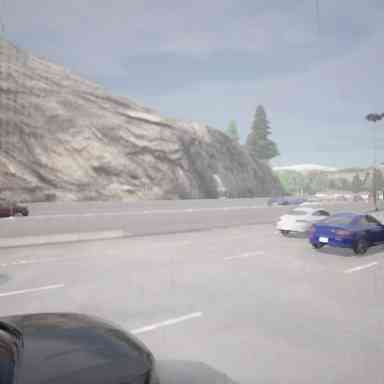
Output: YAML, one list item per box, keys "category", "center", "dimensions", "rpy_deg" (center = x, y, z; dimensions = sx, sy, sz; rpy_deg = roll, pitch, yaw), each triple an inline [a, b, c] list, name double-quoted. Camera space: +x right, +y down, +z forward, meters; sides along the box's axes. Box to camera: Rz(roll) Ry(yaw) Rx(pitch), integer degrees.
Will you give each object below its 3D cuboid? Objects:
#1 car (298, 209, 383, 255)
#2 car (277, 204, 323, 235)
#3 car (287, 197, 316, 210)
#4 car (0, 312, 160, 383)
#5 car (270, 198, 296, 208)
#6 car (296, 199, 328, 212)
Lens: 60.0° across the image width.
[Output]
- category: "car"
  center: [6.491, 1.540, 13.342]
  dimensions: [4.674, 1.442, 1.812]
  rpy_deg: [0, 0, -39]
- category: "car"
  center: [6.450, 1.547, 17.858]
  dimensions: [4.674, 1.442, 1.812]
  rpy_deg: [0, 0, -40]
- category: "car"
  center: [15.044, 1.534, 45.716]
  dimensions: [1.882, 1.535, 5.008]
  rpy_deg: [0, 0, 42]
- category: "car"
  center: [-2.502, 1.511, 2.048]
  dimensions: [4.892, 1.490, 1.837]
  rpy_deg: [0, 0, -36]
- category: "car"
  center: [13.474, 1.588, 49.185]
  dimensions: [1.812, 1.442, 4.674]
  rpy_deg: [0, 0, 42]
- category: "car"
  center: [14.519, 1.573, 40.054]
  dimensions: [1.812, 1.442, 4.674]
  rpy_deg: [0, 0, 44]
